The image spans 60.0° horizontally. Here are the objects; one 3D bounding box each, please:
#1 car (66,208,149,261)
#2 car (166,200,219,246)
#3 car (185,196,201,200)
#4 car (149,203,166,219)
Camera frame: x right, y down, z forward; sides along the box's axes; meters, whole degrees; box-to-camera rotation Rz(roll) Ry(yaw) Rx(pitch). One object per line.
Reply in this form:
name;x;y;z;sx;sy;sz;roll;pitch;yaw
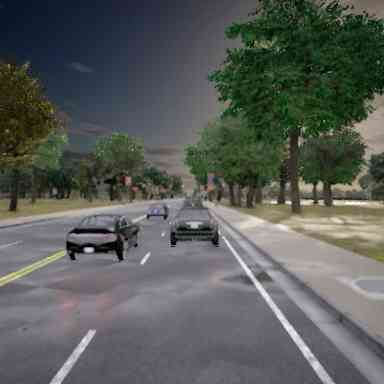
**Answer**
car;-3.145;1.570;12.586;2.128;1.511;4.902;0;0;0
car;0.105;1.454;15.934;2.097;1.767;4.553;0;0;0
car;0.114;1.499;38.057;2.150;2.045;5.566;0;-1;0
car;-3.140;1.766;31.245;2.033;1.411;5.357;0;0;0
